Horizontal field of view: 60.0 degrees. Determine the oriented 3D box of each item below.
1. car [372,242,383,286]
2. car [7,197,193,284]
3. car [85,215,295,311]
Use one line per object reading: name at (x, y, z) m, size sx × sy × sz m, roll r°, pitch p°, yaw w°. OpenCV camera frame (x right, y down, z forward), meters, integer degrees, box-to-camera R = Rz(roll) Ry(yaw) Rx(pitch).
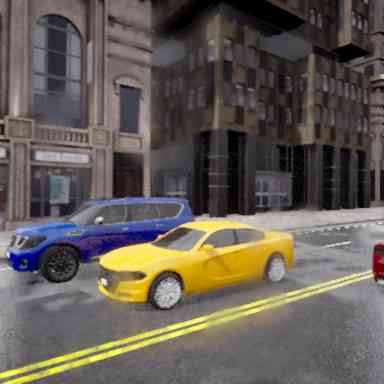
car at (6.249, 1.438, 7.897) m, size 5.008 × 1.535 × 1.882 m, roll 0°, pitch 0°, yaw -36°
car at (-2.367, 1.205, 9.979) m, size 5.566 × 2.045 × 2.150 m, roll 0°, pitch 0°, yaw -35°
car at (0.326, 1.458, 7.908) m, size 5.008 × 1.535 × 1.882 m, roll 0°, pitch 0°, yaw -35°
